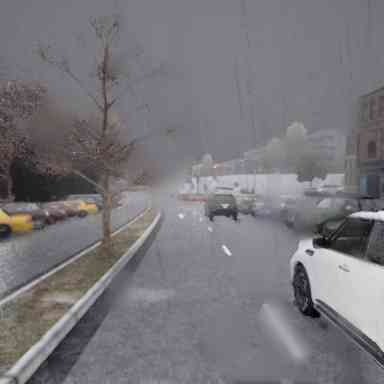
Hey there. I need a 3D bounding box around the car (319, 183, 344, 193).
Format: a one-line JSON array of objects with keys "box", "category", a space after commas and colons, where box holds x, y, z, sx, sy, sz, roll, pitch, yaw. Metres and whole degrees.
[{"box": [23.810, -0.427, 56.069, 2.435, 2.045, 5.566, -7, 4, -29], "category": "car"}]

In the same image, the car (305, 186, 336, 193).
[{"box": [20.856, 0.153, 55.595, 2.002, 1.452, 4.674, -7, 4, -30], "category": "car"}]

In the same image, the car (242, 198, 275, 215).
[{"box": [6.936, 1.493, 28.594, 4.674, 1.452, 2.002, 1, 0, -24], "category": "car"}]

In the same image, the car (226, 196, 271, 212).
[{"box": [6.376, 1.320, 37.645, 4.553, 1.767, 2.185, 1, 0, -25], "category": "car"}]

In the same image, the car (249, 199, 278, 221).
[{"box": [7.106, 1.496, 25.574, 4.674, 1.452, 2.002, 1, 0, -23], "category": "car"}]

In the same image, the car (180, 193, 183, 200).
[{"box": [0.455, 1.356, 87.148, 5.566, 2.045, 2.435, 1, 0, -30], "category": "car"}]

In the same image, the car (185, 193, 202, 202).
[{"box": [1.439, 1.495, 81.215, 4.553, 1.767, 2.185, 0, 0, -29], "category": "car"}]

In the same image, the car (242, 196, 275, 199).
[{"box": [6.767, 1.452, 31.607, 4.892, 1.521, 2.231, 1, 0, -24], "category": "car"}]

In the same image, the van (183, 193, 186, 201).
[{"box": [0.883, 1.387, 84.140, 4.442, 1.987, 1.878, 0, 0, -30], "category": "van"}]

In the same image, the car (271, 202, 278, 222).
[{"box": [7.372, 1.501, 19.542, 4.674, 1.452, 2.002, 1, 0, -22], "category": "car"}]

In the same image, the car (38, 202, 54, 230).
[{"box": [-10.907, 1.376, 19.955, 4.553, 1.767, 2.185, -1, 0, -22], "category": "car"}]

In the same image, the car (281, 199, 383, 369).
[{"box": [3.057, 1.217, 4.302, 2.150, 2.045, 5.566, 0, 0, -1], "category": "car"}]

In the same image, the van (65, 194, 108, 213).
[{"box": [-11.923, 1.271, 37.729, 4.442, 1.987, 1.878, -1, 0, -24], "category": "van"}]

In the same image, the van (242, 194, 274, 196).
[{"box": [6.460, 1.221, 34.571, 4.442, 1.987, 1.878, 1, 0, -24], "category": "van"}]

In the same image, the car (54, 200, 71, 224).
[{"box": [-11.069, 1.542, 22.904, 4.674, 1.452, 2.002, -1, 0, -23], "category": "car"}]

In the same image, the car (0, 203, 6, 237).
[{"box": [-10.745, 1.379, 14.020, 4.553, 1.767, 2.185, -1, 0, -22], "category": "car"}]

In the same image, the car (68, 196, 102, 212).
[{"box": [-11.762, 1.500, 31.698, 5.366, 1.575, 1.946, -1, 0, -24], "category": "car"}]

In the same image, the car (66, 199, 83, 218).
[{"box": [-11.226, 1.541, 25.861, 4.674, 1.452, 2.002, -1, 0, -23], "category": "car"}]

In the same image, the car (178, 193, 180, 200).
[{"box": [-0.016, 1.350, 90.148, 5.566, 2.045, 2.435, 0, 0, -30], "category": "car"}]

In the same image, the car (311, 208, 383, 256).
[{"box": [7.582, 1.467, 13.498, 5.008, 1.535, 2.097, 1, 0, -22], "category": "car"}]

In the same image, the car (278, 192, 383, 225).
[{"box": [7.464, 1.212, 16.504, 5.566, 2.045, 2.435, 1, 0, -22], "category": "car"}]

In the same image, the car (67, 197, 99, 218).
[{"box": [-11.235, 1.495, 28.895, 5.366, 1.575, 1.946, -1, 0, -23], "category": "car"}]

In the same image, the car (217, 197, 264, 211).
[{"box": [5.941, 1.438, 40.567, 5.366, 1.575, 1.946, 1, 0, -25], "category": "car"}]

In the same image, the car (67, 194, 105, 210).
[{"box": [-11.770, 1.373, 34.739, 4.553, 1.767, 2.185, -1, 0, -24], "category": "car"}]

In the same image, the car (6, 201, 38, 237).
[{"box": [-10.986, 1.503, 16.915, 5.366, 1.575, 1.946, -1, 0, -22], "category": "car"}]

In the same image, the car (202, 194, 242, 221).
[{"box": [2.311, 1.201, 27.331, 2.150, 2.045, 5.566, 0, 0, -3], "category": "car"}]

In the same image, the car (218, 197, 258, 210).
[{"box": [6.042, 1.476, 43.626, 4.792, 1.488, 2.163, 1, 0, -25], "category": "car"}]
